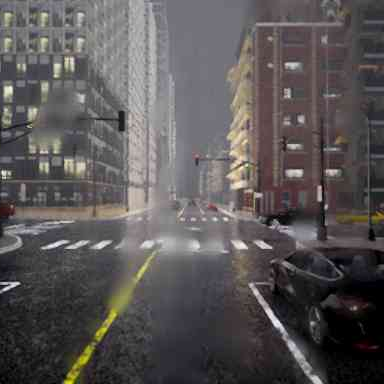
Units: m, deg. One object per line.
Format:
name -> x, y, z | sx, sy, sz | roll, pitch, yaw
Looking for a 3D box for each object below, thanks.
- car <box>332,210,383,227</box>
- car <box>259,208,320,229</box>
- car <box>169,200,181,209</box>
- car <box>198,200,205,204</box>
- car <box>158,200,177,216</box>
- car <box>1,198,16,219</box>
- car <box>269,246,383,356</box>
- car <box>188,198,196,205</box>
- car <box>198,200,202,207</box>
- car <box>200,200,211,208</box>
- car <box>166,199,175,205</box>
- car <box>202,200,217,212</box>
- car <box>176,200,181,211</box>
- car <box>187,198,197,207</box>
car -> 14.643, 2.197, 28.525 | 4.829, 1.417, 1.752 | 1, -2, 0
car -> 7.662, 2.008, 25.862 | 4.892, 1.490, 1.837 | 1, -1, 0
car -> -3.054, 2.293, 60.912 | 1.837, 1.490, 4.892 | 0, -1, 0
car -> 2.691, 2.829, 95.014 | 1.802, 1.307, 4.206 | 0, -1, 0
car -> -3.118, 2.066, 40.478 | 2.033, 1.411, 5.357 | 0, -1, -4
car -> -17.692, 1.385, 28.258 | 5.009, 1.841, 2.192 | 1, -2, 0
car -> 2.692, 1.646, 6.190 | 1.947, 1.339, 4.313 | 0, -1, 0
car -> 0.002, 2.241, 80.784 | 2.097, 1.767, 4.553 | 0, -1, 0
car -> 2.692, 2.342, 61.127 | 2.008, 1.369, 4.403 | 0, -1, 0
car -> 2.692, 2.417, 66.774 | 2.008, 1.369, 4.403 | 0, -1, 0
car -> -5.688, 2.720, 89.366 | 2.008, 1.369, 4.403 | 0, -1, 0
car -> 2.742, 2.202, 48.210 | 1.802, 1.307, 4.206 | 0, -1, 0
car -> -3.082, 2.214, 50.497 | 1.994, 1.385, 4.181 | 0, -1, 1
car -> 0.001, 2.436, 70.808 | 1.812, 1.442, 4.674 | 0, -1, 0
